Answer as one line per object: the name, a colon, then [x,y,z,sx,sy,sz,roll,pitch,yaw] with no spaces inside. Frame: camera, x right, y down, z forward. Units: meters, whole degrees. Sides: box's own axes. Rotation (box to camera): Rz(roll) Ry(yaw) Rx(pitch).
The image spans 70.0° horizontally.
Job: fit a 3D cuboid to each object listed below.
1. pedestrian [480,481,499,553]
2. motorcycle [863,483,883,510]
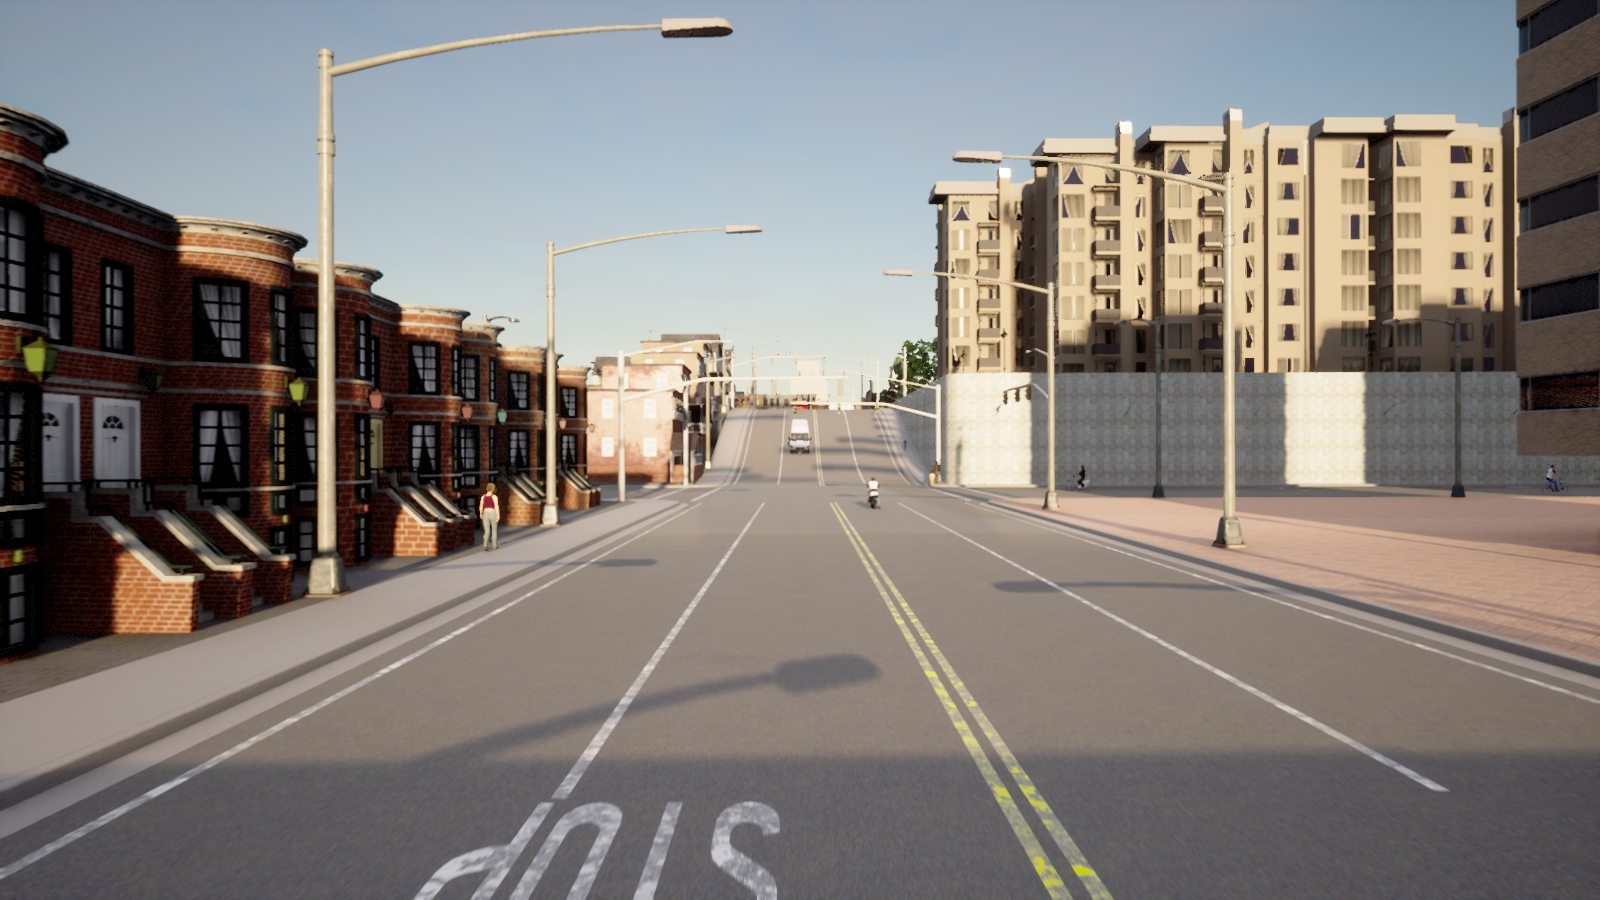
pedestrian: [-8.161,1.744,30.004,0.375,1.860,0.375,0,0,3]
motorcycle: [3.486,2.210,54.522,0.803,1.224,2.033,0,0,-1]
